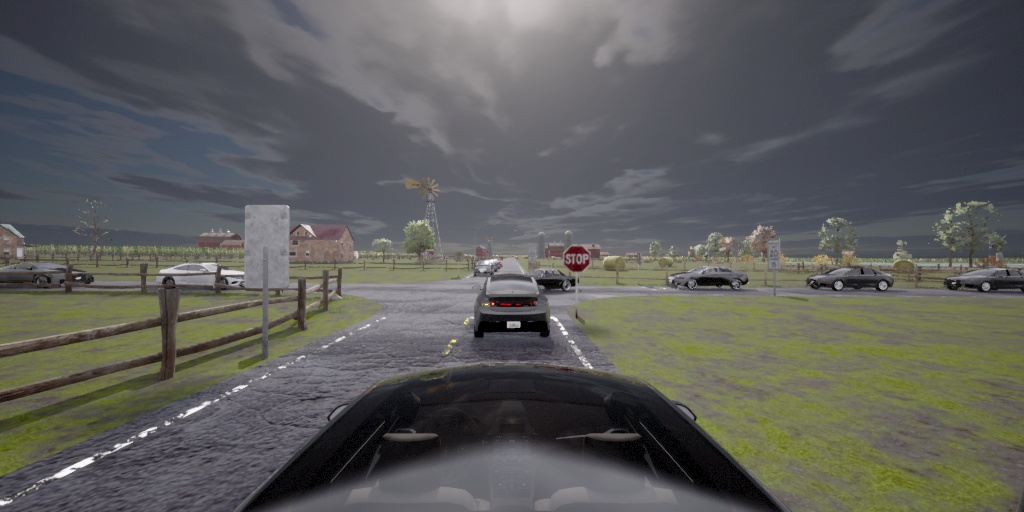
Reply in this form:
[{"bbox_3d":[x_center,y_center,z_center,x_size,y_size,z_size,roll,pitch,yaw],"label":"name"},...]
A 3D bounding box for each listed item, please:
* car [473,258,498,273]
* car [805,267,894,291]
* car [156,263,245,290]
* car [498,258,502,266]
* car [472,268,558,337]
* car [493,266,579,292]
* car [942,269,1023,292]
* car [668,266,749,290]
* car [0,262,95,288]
[{"bbox_3d":[-2.838,1.243,36.948,2.128,1.511,4.902,0,0,0],"label":"car"},{"bbox_3d":[22.212,1.499,23.692,4.892,1.490,1.837,1,-1,-1],"label":"car"},{"bbox_3d":[-17.233,1.103,20.227,4.674,1.442,1.812,1,-1,-1],"label":"car"},{"bbox_3d":[-2.826,1.241,46.394,2.128,1.511,4.902,0,0,0],"label":"car"},{"bbox_3d":[-0.069,1.256,10.260,1.837,1.490,4.892,0,0,-3],"label":"car"},{"bbox_3d":[1.510,1.369,20.305,4.718,1.301,1.895,1,0,-35],"label":"car"},{"bbox_3d":[31.715,1.587,23.807,4.892,1.490,1.837,1,-1,-1],"label":"car"},{"bbox_3d":[12.811,1.397,23.527,4.902,1.511,2.128,1,-1,-2],"label":"car"},{"bbox_3d":[-26.353,1.048,20.110,4.181,1.385,1.994,1,-1,-1],"label":"car"}]
